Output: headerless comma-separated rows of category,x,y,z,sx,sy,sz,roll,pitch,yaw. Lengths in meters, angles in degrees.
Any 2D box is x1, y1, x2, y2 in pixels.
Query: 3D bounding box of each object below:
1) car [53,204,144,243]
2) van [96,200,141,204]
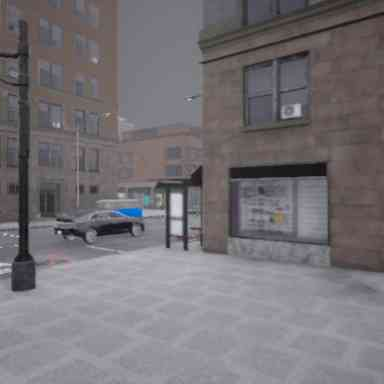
car,-4.492,1.596,16.784,2.128,1.511,4.902,0,0,36
van,-5.493,1.462,24.668,1.690,1.788,3.998,0,0,36
